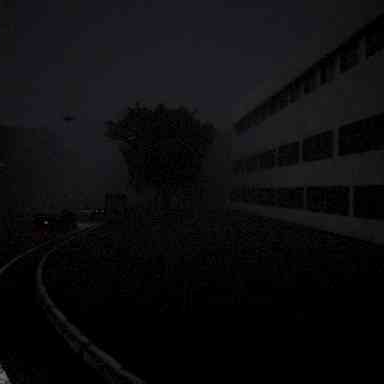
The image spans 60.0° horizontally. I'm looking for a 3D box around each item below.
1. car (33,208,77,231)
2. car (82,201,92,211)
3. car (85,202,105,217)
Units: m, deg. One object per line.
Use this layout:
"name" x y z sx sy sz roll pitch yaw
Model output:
"car" -9.551 1.840 23.605 1.882 1.535 5.008 1 -1 -6
"car" -16.546 2.264 54.360 2.033 1.411 5.357 1 1 -6
"car" -11.531 2.332 41.860 2.033 1.411 5.357 1 -1 -6
